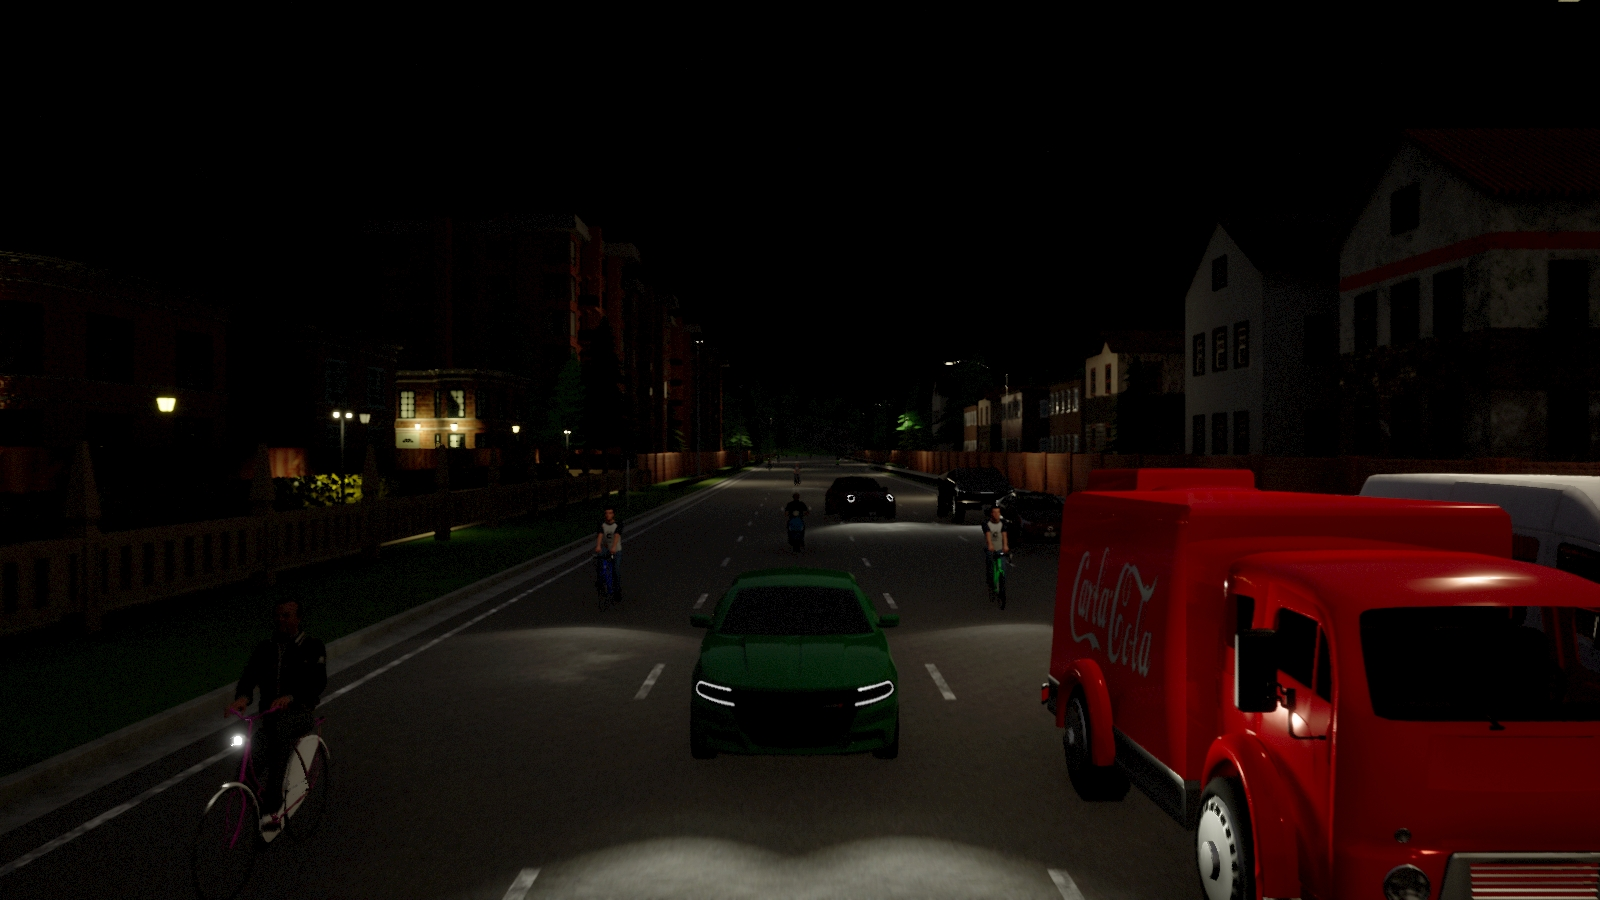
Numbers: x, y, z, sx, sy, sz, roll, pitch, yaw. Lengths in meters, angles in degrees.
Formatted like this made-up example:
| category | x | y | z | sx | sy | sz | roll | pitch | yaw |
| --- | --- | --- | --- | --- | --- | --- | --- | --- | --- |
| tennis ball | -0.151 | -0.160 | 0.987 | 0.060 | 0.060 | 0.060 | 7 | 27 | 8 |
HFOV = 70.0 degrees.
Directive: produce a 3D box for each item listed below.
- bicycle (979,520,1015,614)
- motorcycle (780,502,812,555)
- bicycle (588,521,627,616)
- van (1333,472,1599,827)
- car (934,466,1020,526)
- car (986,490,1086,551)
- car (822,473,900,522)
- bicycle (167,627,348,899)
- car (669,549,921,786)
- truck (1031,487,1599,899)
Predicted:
| category | x | y | z | sx | sy | sz | roll | pitch | yaw |
| --- | --- | --- | --- | --- | --- | --- | --- | --- | --- |
| bicycle | 3.501 | 2.046 | 20.356 | 0.373 | 1.496 | 1.643 | 0 | 1 | 0 |
| motorcycle | -0.107 | 2.127 | 31.336 | 0.856 | 1.316 | 1.805 | 0 | 0 | 0 |
| bicycle | -3.367 | 2.046 | 20.057 | 0.373 | 1.496 | 1.643 | 0 | 0 | 2 |
| van | 6.956 | 1.529 | 9.811 | 1.988 | 2.561 | 5.915 | 0 | 0 | 0 |
| car | 6.849 | 1.733 | 44.921 | 2.390 | 2.098 | 6.274 | 0 | 0 | 0 |
| car | 6.879 | 2.024 | 33.750 | 2.007 | 1.525 | 4.514 | 0 | 0 | 0 |
| car | 2.402 | 1.884 | 46.455 | 2.097 | 1.767 | 4.553 | 0 | 0 | -11 |
| bicycle | -3.531 | 2.056 | 7.591 | 0.329 | 1.471 | 1.835 | 0 | 0 | 0 |
| car | -0.054 | 2.028 | 12.014 | 2.097 | 1.535 | 5.006 | 0 | 0 | 0 |
| truck | 3.457 | 1.566 | 7.982 | 2.627 | 2.467 | 5.204 | 0 | 0 | 0 |
